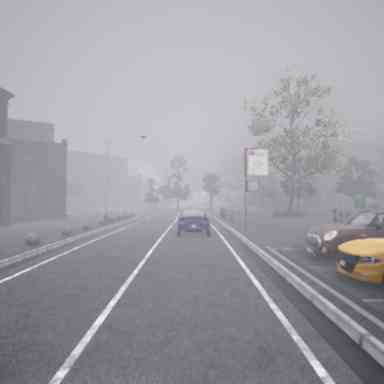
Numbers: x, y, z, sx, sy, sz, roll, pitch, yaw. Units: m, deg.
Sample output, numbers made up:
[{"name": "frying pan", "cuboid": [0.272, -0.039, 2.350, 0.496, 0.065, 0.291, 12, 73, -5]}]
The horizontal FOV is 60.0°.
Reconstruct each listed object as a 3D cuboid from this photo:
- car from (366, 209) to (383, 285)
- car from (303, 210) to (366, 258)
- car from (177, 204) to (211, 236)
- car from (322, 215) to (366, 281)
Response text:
[{"name": "car", "cuboid": [6.268, 1.218, 5.339, 5.566, 2.045, 2.435, 0, 0, 0]}, {"name": "car", "cuboid": [6.215, 1.376, 11.292, 4.553, 1.767, 2.185, 0, 0, -1]}, {"name": "car", "cuboid": [0.092, 1.728, 20.270, 1.882, 1.535, 5.008, 0, -1, 0]}, {"name": "car", "cuboid": [6.217, 1.485, 8.255, 5.008, 1.535, 2.097, 0, 0, -1]}]
